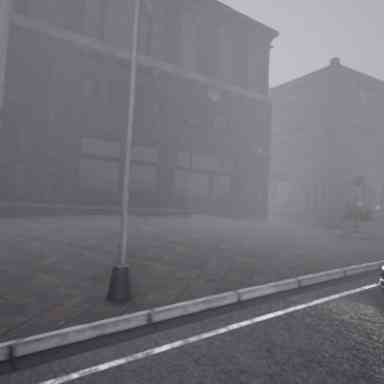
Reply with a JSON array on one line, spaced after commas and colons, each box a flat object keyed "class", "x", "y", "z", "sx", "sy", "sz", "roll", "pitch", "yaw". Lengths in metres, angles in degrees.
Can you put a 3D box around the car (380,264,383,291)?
[{"class": "car", "x": 6.252, "y": 1.581, "z": 7.624, "sx": 4.892, "sy": 1.490, "sz": 1.837, "roll": 1, "pitch": -1, "yaw": -34}]
